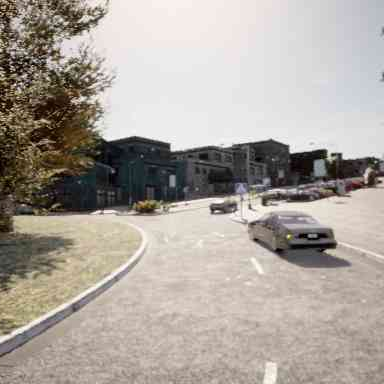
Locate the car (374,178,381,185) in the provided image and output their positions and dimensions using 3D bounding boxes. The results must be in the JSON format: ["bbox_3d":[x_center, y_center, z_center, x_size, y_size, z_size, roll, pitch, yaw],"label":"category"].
[{"bbox_3d":[38.555,-2.097,74.546,5.366,1.575,1.946,-3,2,18],"label":"car"}]

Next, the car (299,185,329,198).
[{"bbox_3d":[15.930,0.324,45.854,4.674,1.452,2.002,-3,2,18],"label":"car"}]

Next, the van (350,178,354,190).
[{"bbox_3d":[25.154,-0.922,57.855,4.442,1.987,1.878,-3,2,18],"label":"van"}]

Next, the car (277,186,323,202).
[{"bbox_3d":[14.050,0.483,43.467,4.892,1.521,2.231,-3,2,18],"label":"car"}]

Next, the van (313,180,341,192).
[{"bbox_3d":[19.766,-0.342,50.603,4.442,1.987,1.878,-3,2,18],"label":"van"}]

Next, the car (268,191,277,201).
[{"bbox_3d":[12.883,0.473,49.950,1.994,1.385,4.181,-3,2,38],"label":"car"}]

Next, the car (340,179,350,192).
[{"bbox_3d":[21.494,-0.557,53.035,5.566,2.045,2.435,-3,2,18],"label":"car"}]

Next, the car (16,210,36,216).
[{"bbox_3d":[-18.964,1.932,35.377,5.357,1.411,2.033,-1,-3,12],"label":"car"}]

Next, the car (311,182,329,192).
[{"bbox_3d":[25.643,-0.972,66.423,1.882,1.535,5.008,-3,2,38],"label":"car"}]

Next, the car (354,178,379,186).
[{"bbox_3d":[40.281,-2.254,76.993,4.792,1.488,2.163,-3,2,18],"label":"car"}]

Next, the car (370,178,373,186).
[{"bbox_3d":[34.597,-1.814,69.817,4.553,1.767,2.185,-3,2,18],"label":"car"}]

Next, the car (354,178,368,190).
[{"bbox_3d":[30.887,-1.294,65.019,4.892,1.521,2.231,-3,2,18],"label":"car"}]

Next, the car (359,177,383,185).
[{"bbox_3d":[43.974,-2.672,81.813,4.892,1.521,2.231,-3,2,18],"label":"car"}]

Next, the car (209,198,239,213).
[{"bbox_3d":[3.562,1.423,36.477,2.128,1.511,4.902,-2,2,28],"label":"car"}]

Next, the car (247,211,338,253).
[{"bbox_3d":[3.679,1.462,13.211,2.033,1.411,5.357,0,0,-5],"label":"car"}]

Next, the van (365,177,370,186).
[{"bbox_3d":[32.861,-1.723,67.373,4.442,1.987,1.878,-3,2,18],"label":"van"}]

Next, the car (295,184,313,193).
[{"bbox_3d":[23.092,-0.796,68.430,1.812,1.442,4.674,-3,2,38],"label":"car"}]

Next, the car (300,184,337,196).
[{"bbox_3d":[17.620,0.092,48.306,5.366,1.575,1.946,-3,2,18],"label":"car"}]

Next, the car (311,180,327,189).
[{"bbox_3d":[29.237,-1.775,76.319,2.097,1.767,4.553,-3,2,38],"label":"car"}]
